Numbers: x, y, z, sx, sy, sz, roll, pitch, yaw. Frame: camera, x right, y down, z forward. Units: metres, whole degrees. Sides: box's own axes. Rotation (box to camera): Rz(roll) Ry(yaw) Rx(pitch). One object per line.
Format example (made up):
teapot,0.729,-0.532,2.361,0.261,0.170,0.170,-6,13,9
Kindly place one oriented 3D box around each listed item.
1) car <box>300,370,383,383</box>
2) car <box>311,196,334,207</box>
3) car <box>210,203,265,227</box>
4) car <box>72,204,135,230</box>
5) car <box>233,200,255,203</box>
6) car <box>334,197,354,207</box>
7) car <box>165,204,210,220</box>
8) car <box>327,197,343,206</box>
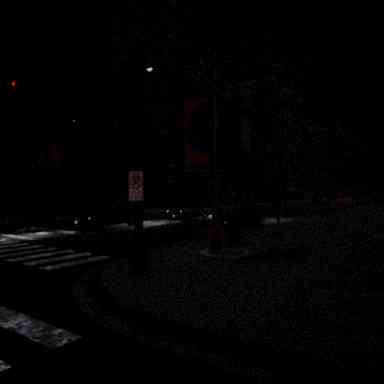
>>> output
car,2.365,1.545,1.159,4.403,1.369,2.008,0,0,36
car,20.782,1.533,53.620,2.097,1.767,4.553,0,0,35
car,3.476,1.689,23.482,1.895,1.301,4.718,0,0,35
car,-5.619,1.590,22.212,2.128,1.511,4.902,0,0,36
car,5.762,1.628,38.314,2.128,1.511,4.902,0,0,35
car,25.010,1.657,53.972,1.882,1.535,5.008,0,0,35
car,-0.262,1.716,29.819,1.895,1.301,4.718,0,0,36
car,26.520,1.737,61.745,1.812,1.442,4.674,0,0,35
